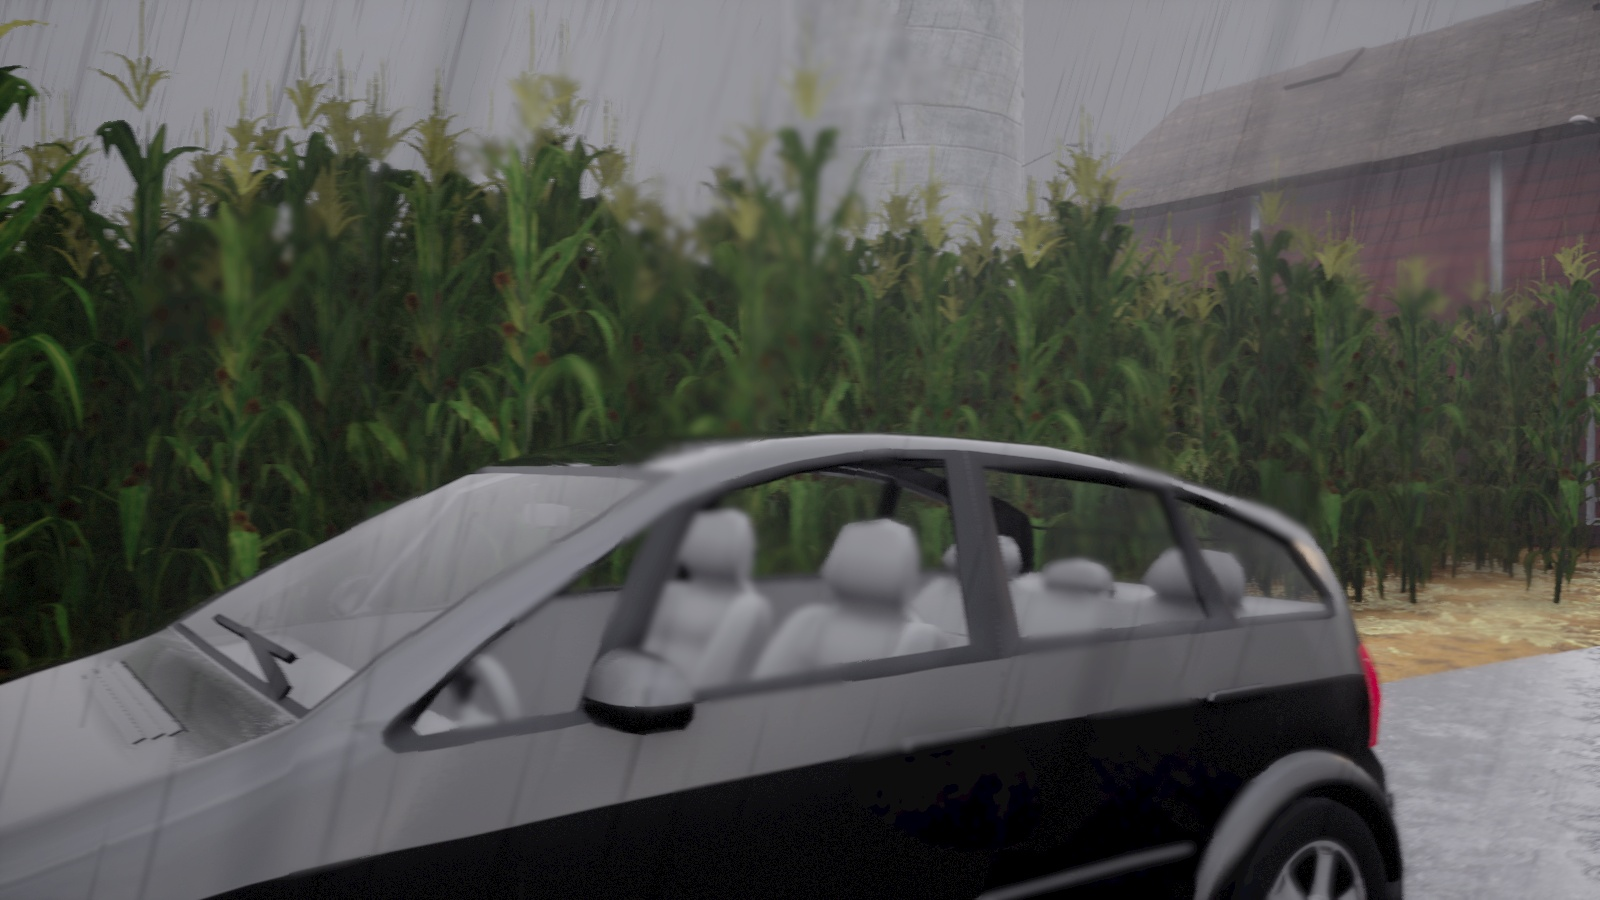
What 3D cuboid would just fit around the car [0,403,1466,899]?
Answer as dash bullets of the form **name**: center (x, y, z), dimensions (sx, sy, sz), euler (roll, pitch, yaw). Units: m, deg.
- **car**: center (-0.284, 0.736, 2.973), dimensions (3.705, 1.549, 1.789), euler (1, -1, -35)
